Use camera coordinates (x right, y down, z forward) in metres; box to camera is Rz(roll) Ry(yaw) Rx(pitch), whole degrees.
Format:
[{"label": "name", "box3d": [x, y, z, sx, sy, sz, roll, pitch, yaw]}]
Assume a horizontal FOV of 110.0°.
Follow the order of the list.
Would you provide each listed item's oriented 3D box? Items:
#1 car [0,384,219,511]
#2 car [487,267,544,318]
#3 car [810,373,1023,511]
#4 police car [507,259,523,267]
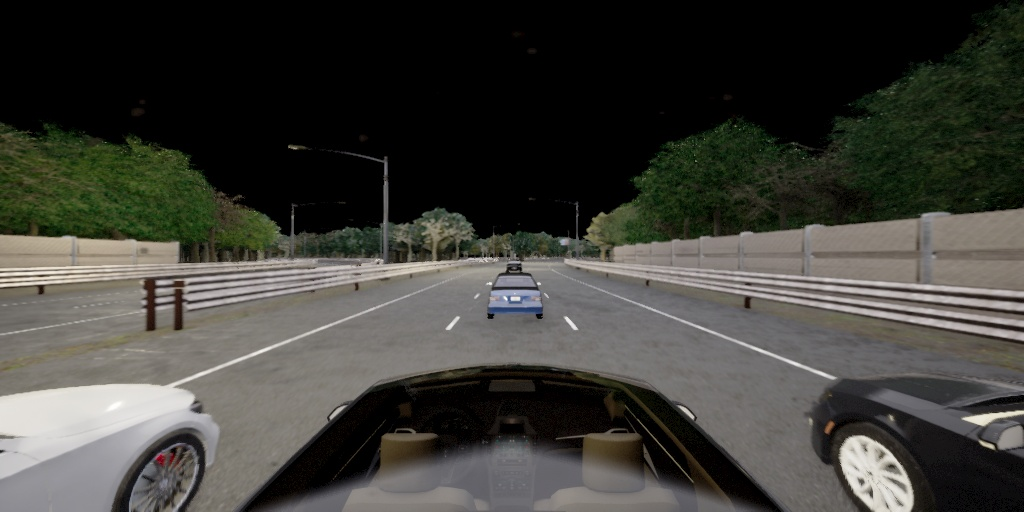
[{"label": "car", "box3d": [-3.400, 1.276, 1.060, 1.812, 1.442, 4.674, 0, 0, 0]}, {"label": "car", "box3d": [0.098, 1.300, 13.018, 2.033, 1.411, 5.357, 0, 0, 0]}, {"label": "car", "box3d": [3.599, 1.255, 1.207, 1.837, 1.490, 4.892, 0, 0, 0]}, {"label": "police car", "box3d": [0.358, 1.196, 43.936, 1.930, 1.638, 5.238, 0, 0, 2]}]
